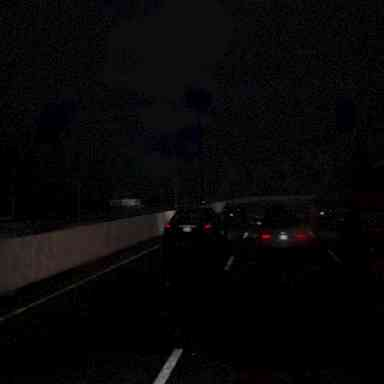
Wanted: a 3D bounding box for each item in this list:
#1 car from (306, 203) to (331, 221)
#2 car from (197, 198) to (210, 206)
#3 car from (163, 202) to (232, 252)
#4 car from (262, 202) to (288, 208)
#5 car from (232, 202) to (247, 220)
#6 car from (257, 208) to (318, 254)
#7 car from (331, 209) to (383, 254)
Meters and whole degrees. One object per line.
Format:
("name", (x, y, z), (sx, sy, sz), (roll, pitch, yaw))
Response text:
("car", (10.590, 1.641, 27.850), (1.994, 1.385, 4.181), (-1, 0, 13))
("car", (2.373, 1.989, 69.530), (1.837, 1.490, 4.892), (-1, 0, 13))
("car", (0.303, 1.456, 14.650), (2.097, 1.767, 4.553), (-1, -1, 13))
("car", (7.187, 1.633, 28.678), (1.837, 1.490, 4.892), (-1, 0, 13))
("car", (3.775, 1.666, 29.459), (2.128, 1.511, 4.902), (-1, 0, 13))
("car", (3.689, 1.605, 13.759), (2.033, 1.411, 5.357), (-1, 0, 13))
("car", (7.213, 1.489, 13.438), (1.882, 1.535, 5.008), (-1, 0, 13))
